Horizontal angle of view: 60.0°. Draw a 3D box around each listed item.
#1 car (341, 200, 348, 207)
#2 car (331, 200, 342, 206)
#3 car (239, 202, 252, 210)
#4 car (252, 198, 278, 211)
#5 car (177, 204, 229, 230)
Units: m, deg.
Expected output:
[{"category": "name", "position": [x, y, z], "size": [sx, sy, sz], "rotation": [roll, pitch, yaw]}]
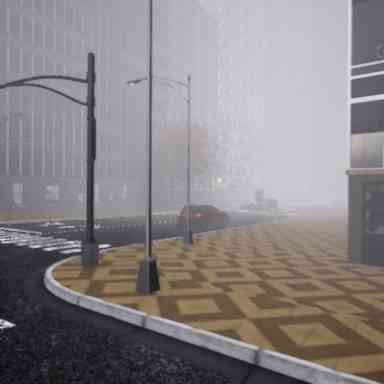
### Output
[{"category": "car", "position": [40.491, 3.021, 85.584], "size": [1.882, 1.535, 5.008], "rotation": [1, -1, 33]}, {"category": "car", "position": [37.758, 3.055, 87.343], "size": [2.033, 1.411, 5.357], "rotation": [1, -1, 33]}, {"category": "car", "position": [9.348, 2.313, 55.196], "size": [1.994, 1.385, 4.181], "rotation": [1, -1, 33]}, {"category": "car", "position": [12.070, 1.998, 53.415], "size": [2.150, 2.045, 5.566], "rotation": [1, -1, 33]}, {"category": "car", "position": [0.889, 1.646, 24.023], "size": [2.097, 1.767, 4.553], "rotation": [1, -1, 33]}]
